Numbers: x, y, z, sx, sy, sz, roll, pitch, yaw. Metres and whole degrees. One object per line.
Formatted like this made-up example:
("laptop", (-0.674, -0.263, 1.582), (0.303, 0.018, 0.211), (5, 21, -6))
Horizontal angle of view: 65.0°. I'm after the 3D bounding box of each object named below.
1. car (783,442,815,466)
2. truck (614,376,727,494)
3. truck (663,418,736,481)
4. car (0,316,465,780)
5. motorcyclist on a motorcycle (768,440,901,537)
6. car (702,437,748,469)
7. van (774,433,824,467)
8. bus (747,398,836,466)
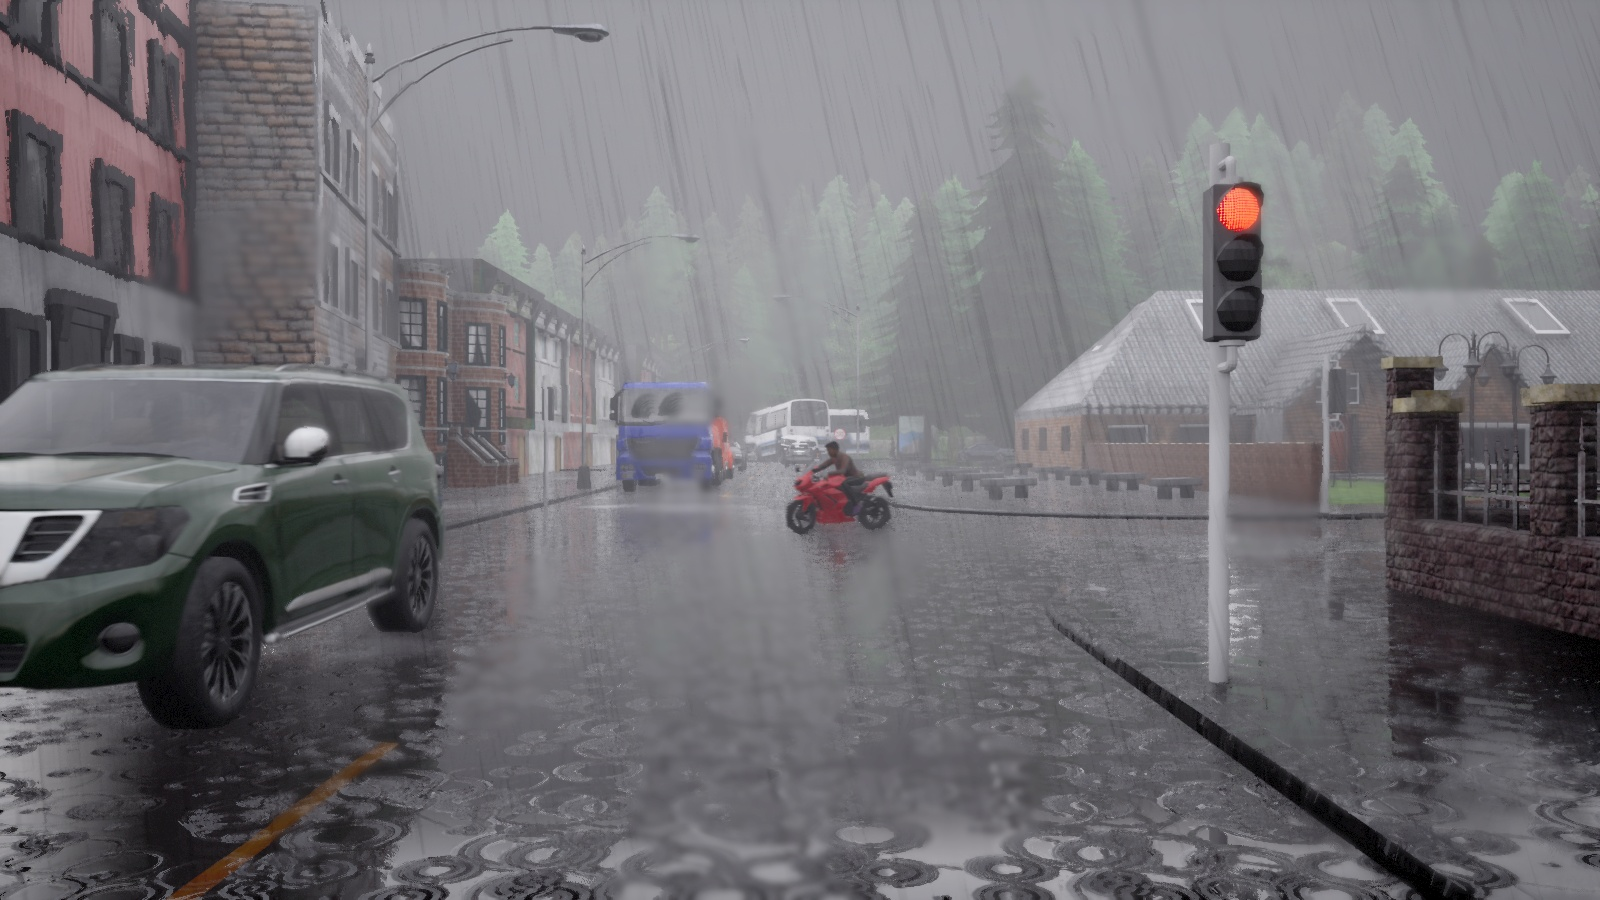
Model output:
("car", (-0.034, 0.264, 79.399), (1.970, 1.475, 3.806), (0, 0, 0))
("truck", (-4.047, -0.470, 41.022), (2.891, 3.462, 7.936), (0, 0, 0))
("truck", (-4.061, -0.035, 51.564), (2.627, 2.467, 5.204), (0, 0, 0))
("car", (-4.052, 0.415, 8.324), (2.150, 2.045, 5.566), (0, 0, 0))
("motorcyclist on a motorcycle", (0.578, 0.612, 20.705), (2.044, 1.523, 0.797), (0, 2, -28))
("car", (-4.042, 0.136, 68.438), (2.152, 1.651, 5.027), (0, 0, 0))
("van", (-0.100, -0.002, 86.459), (2.069, 2.038, 4.480), (0, 4, -18))
("bus", (-0.798, -1.202, 94.004), (3.944, 4.253, 10.273), (0, -4, -16))
